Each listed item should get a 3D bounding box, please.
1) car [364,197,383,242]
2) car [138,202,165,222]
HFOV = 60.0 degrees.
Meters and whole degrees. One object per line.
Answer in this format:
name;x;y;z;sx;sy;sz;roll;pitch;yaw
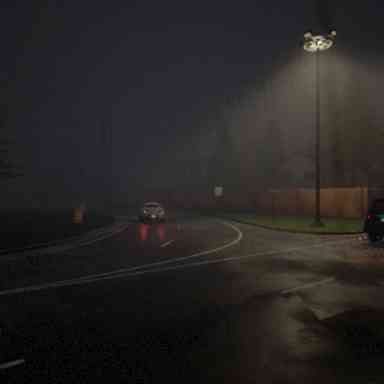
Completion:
car;10.126;1.245;15.270;5.566;2.045;2.150;0;0;-35
car;-3.265;1.543;26.362;1.812;1.442;4.674;0;0;-12
